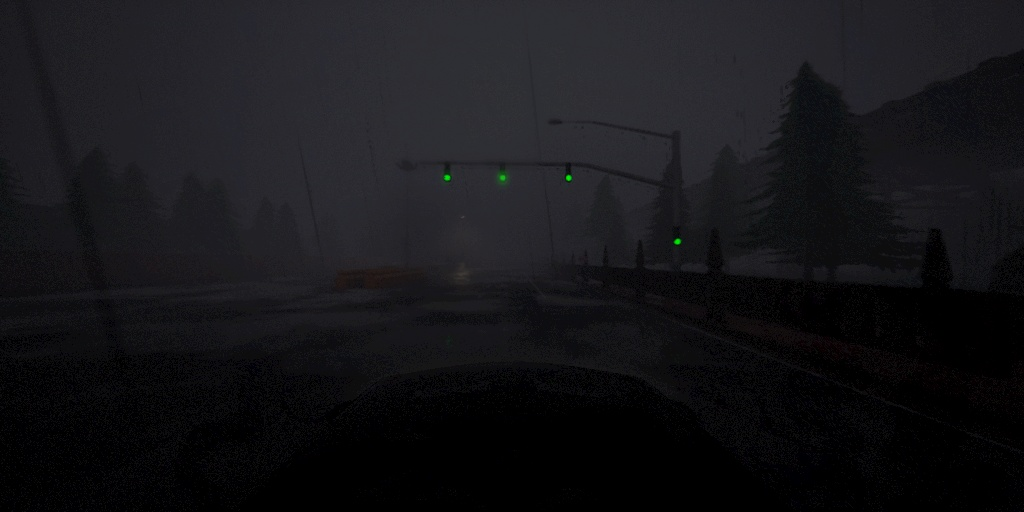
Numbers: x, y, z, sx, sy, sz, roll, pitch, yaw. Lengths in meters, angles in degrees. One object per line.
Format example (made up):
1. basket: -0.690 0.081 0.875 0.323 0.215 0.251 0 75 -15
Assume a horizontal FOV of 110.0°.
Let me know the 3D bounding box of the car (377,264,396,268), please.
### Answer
1. car: -13.997 1.689 39.659 1.882 1.535 5.008 0 0 0
